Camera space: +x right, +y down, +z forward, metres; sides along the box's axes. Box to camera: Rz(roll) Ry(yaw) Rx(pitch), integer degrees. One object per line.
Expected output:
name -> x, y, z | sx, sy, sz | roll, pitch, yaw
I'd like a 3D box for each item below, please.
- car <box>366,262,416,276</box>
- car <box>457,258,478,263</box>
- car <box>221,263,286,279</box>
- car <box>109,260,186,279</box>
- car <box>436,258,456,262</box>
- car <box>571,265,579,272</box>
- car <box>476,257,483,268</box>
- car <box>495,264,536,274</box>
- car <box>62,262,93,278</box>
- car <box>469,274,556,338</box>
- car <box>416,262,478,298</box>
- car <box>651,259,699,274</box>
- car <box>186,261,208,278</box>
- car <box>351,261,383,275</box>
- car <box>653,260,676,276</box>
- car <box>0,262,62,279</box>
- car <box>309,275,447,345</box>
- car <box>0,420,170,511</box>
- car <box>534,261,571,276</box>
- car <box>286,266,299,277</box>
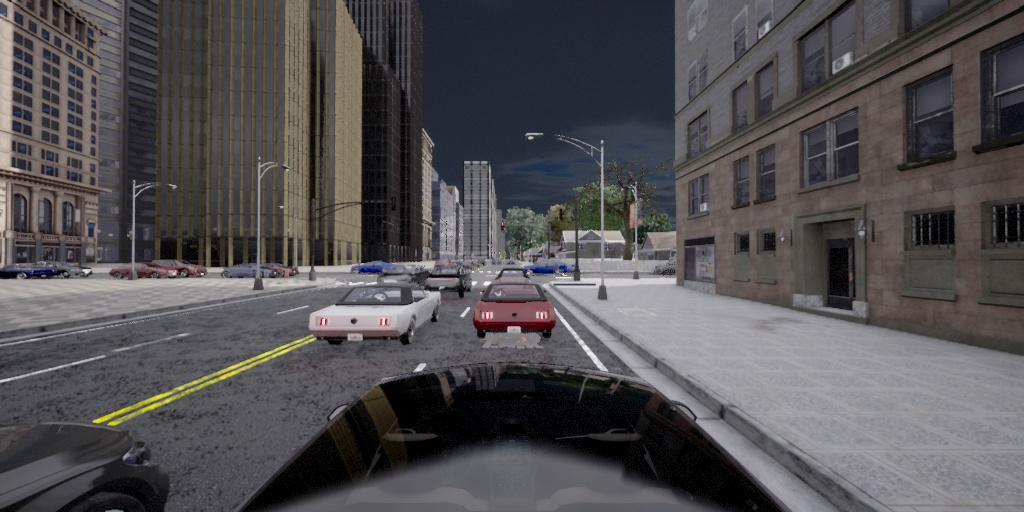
car -> -6.260, 1.263, 21.062 | 2.128, 1.511, 4.902 | 0, 0, 3
car -> -6.761, 1.312, 54.468 | 1.837, 1.490, 4.892 | 0, 0, 0
car -> -22.538, 1.301, 31.007 | 4.181, 1.385, 1.994 | 0, -1, -3
car -> -31.210, 1.262, 30.474 | 4.674, 1.442, 1.812 | 0, -1, -4
car -> -10.010, 1.158, 52.641 | 2.097, 1.767, 4.553 | 0, 0, 0
car -> 5.111, 1.401, 42.002 | 5.357, 1.411, 2.033 | 0, -1, 12
car -> -6.767, 1.323, 64.607 | 1.837, 1.490, 4.892 | 0, 0, 0
car -> 0.041, 1.334, 18.959 | 1.994, 1.385, 4.181 | 0, 0, 0
car -> -41.623, 1.260, 32.808 | 4.902, 1.511, 2.128 | 0, -1, -6
car -> 0.054, 1.359, 10.203 | 1.895, 1.301, 4.718 | 0, 0, 0
car -> -3.206, 1.261, 18.735 | 2.128, 1.511, 4.902 | 0, 0, 0
car -> 18.689, 1.198, 41.240 | 4.553, 1.767, 2.097 | 0, -1, 0
car -> -31.510, 1.125, 33.708 | 4.553, 1.767, 2.097 | 0, -1, -5
car -> -15.867, 1.327, 41.234 | 5.008, 1.535, 1.882 | 0, -1, -2
car -> 17.582, 1.336, 37.990 | 4.674, 1.442, 1.812 | 0, -1, 0
car -> -41.151, 1.334, 29.600 | 4.718, 1.301, 1.895 | 0, -1, -6
car -> -3.180, 1.360, 9.481 | 1.895, 1.301, 4.718 | 0, 0, 0
car -> -3.142, 1.274, 0.339 | 1.812, 1.442, 4.674 | 0, 0, 0
car -> 3.397, 1.286, 38.052 | 5.008, 1.535, 1.882 | 0, -1, 0
car -> -22.826, 1.338, 34.247 | 4.181, 1.385, 1.994 | 0, -1, -3
